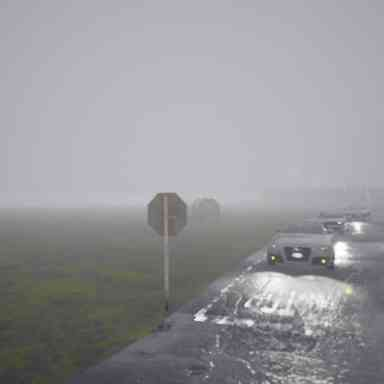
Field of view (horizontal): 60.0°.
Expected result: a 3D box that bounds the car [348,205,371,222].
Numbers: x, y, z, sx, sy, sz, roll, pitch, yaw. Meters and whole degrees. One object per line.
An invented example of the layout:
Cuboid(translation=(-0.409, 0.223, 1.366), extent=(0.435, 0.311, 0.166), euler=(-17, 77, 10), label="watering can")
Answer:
Cuboid(translation=(14.554, 1.857, 29.555), extent=(1.994, 1.385, 4.181), euler=(-1, -1, 37), label="car")

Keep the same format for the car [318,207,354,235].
Cuboid(translation=(8.588, 1.820, 20.539), extent=(1.895, 1.301, 4.718), euler=(-1, -1, 30), label="car")

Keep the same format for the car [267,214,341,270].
Cuboid(translation=(3.951, 1.694, 11.605), extent=(1.994, 1.385, 4.181), euler=(-1, -1, 25), label="car")
